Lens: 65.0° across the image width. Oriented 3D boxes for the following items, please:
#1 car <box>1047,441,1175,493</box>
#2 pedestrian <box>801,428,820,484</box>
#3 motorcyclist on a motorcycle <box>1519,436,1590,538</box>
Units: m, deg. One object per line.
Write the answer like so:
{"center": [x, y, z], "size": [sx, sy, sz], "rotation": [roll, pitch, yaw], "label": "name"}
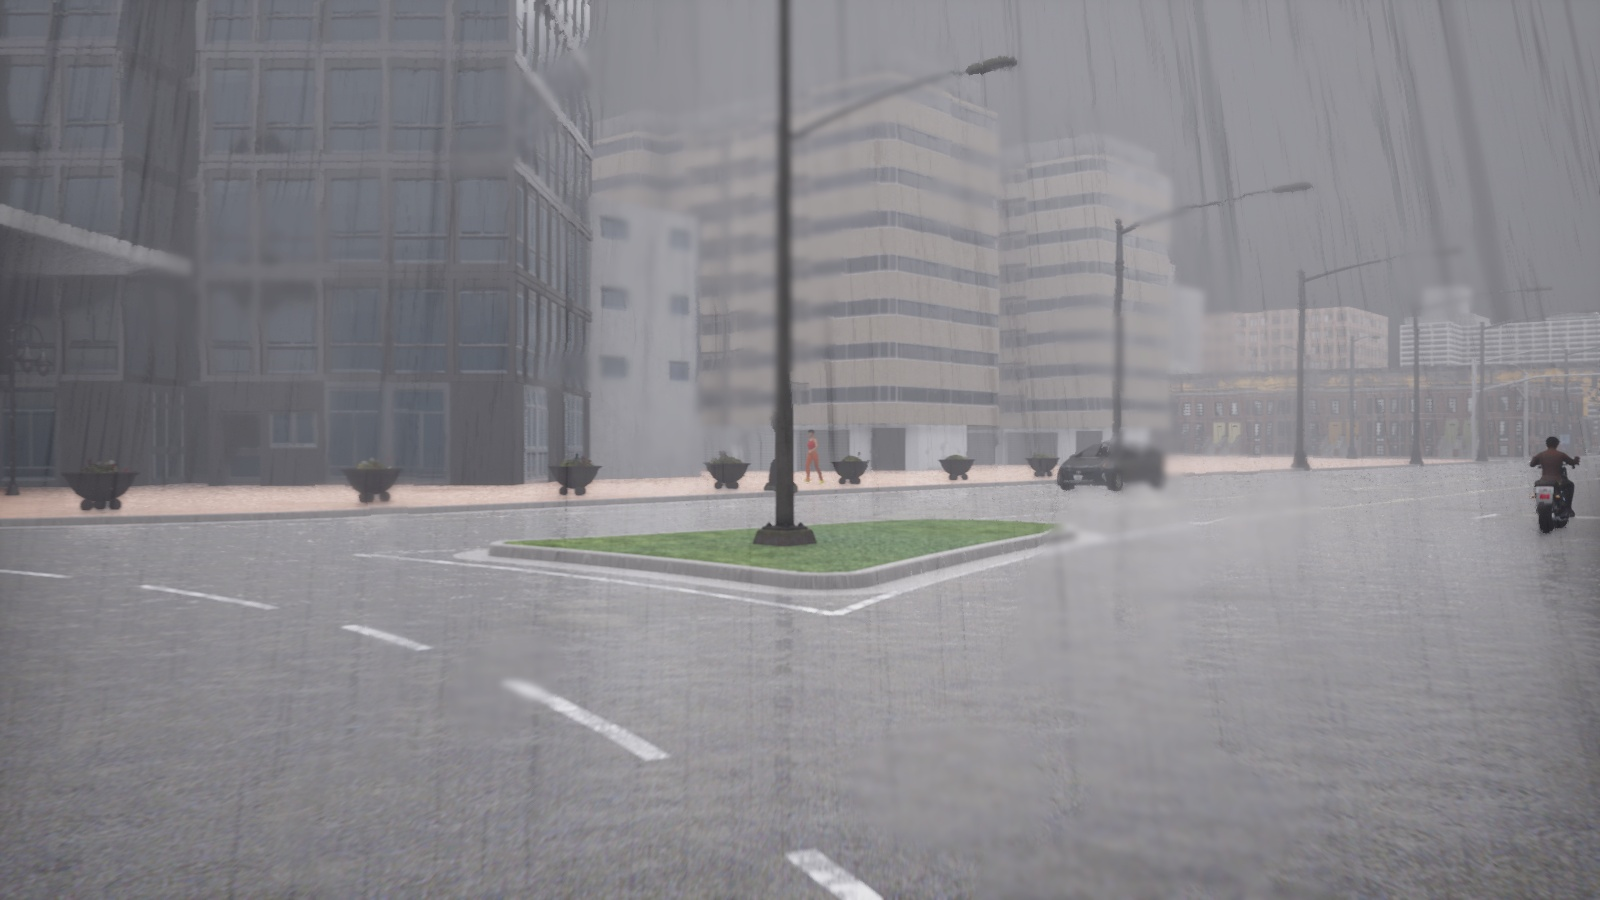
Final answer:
{"center": [9.729, 0.491, 39.114], "size": [2.007, 1.525, 4.514], "rotation": [0, 0, 42], "label": "car"}
{"center": [0.352, 0.197, 42.033], "size": [0.345, 1.836, 0.594], "rotation": [0, 0, 45], "label": "pedestrian"}
{"center": [12.963, 0.599, 21.536], "size": [0.766, 1.649, 2.350], "rotation": [0, 0, 38], "label": "motorcyclist on a motorcycle"}
